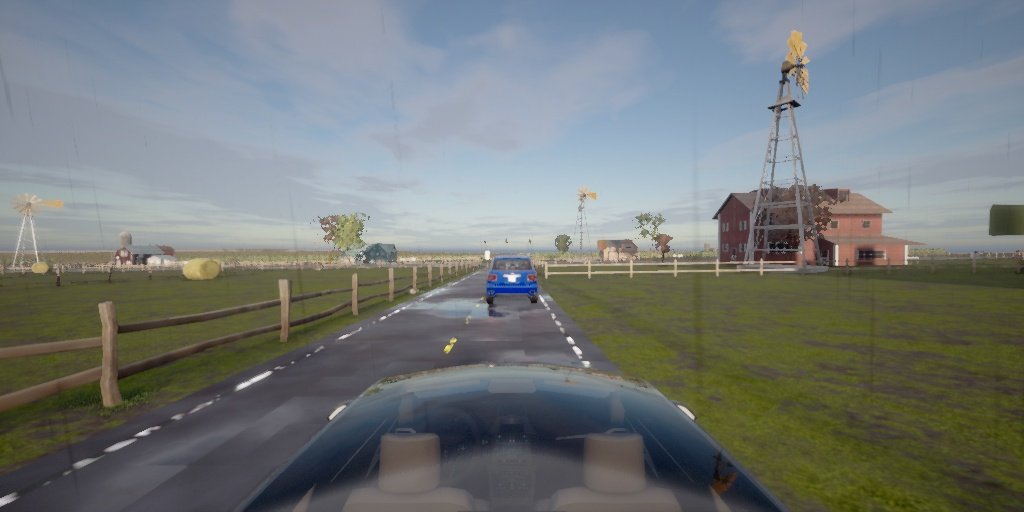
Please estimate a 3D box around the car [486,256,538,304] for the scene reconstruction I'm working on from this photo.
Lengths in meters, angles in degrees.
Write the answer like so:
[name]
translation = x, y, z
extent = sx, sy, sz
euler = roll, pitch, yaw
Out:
[car]
translation = 0.000, 1.004, 16.532
extent = 2.150, 2.045, 5.566
euler = 0, 0, 0
